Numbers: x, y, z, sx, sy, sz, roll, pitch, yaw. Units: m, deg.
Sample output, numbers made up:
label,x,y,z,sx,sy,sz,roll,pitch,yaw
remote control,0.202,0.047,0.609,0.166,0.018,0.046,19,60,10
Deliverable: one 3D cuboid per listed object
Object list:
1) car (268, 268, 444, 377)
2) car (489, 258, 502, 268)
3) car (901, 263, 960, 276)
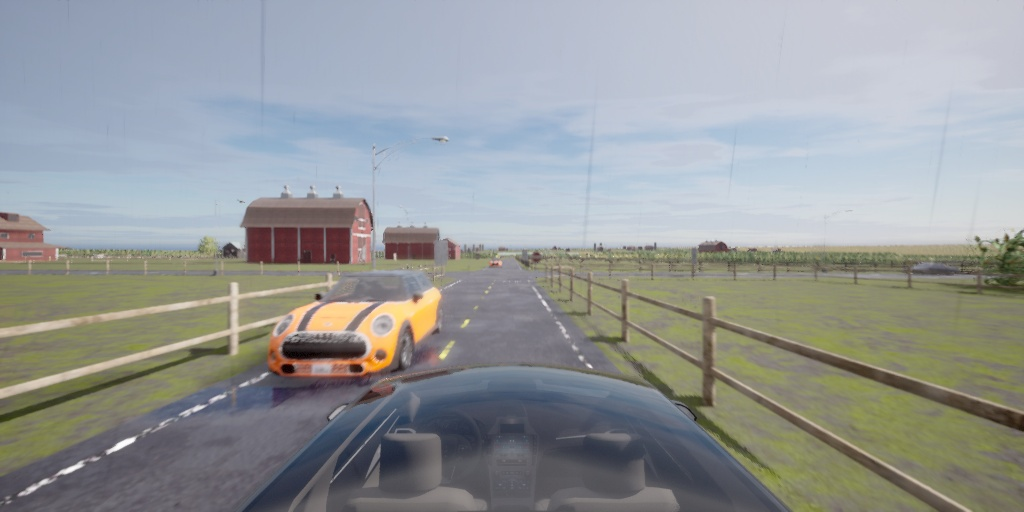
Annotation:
label,x,y,z,sx,sy,sz,roll,pitch,yaw
car,-2.848,1.099,7.605,2.097,1.767,4.553,0,0,0
car,-2.772,1.082,61.458,2.097,1.767,4.553,0,-1,0
car,49.207,1.556,42.191,5.357,1.411,2.033,0,1,-1
